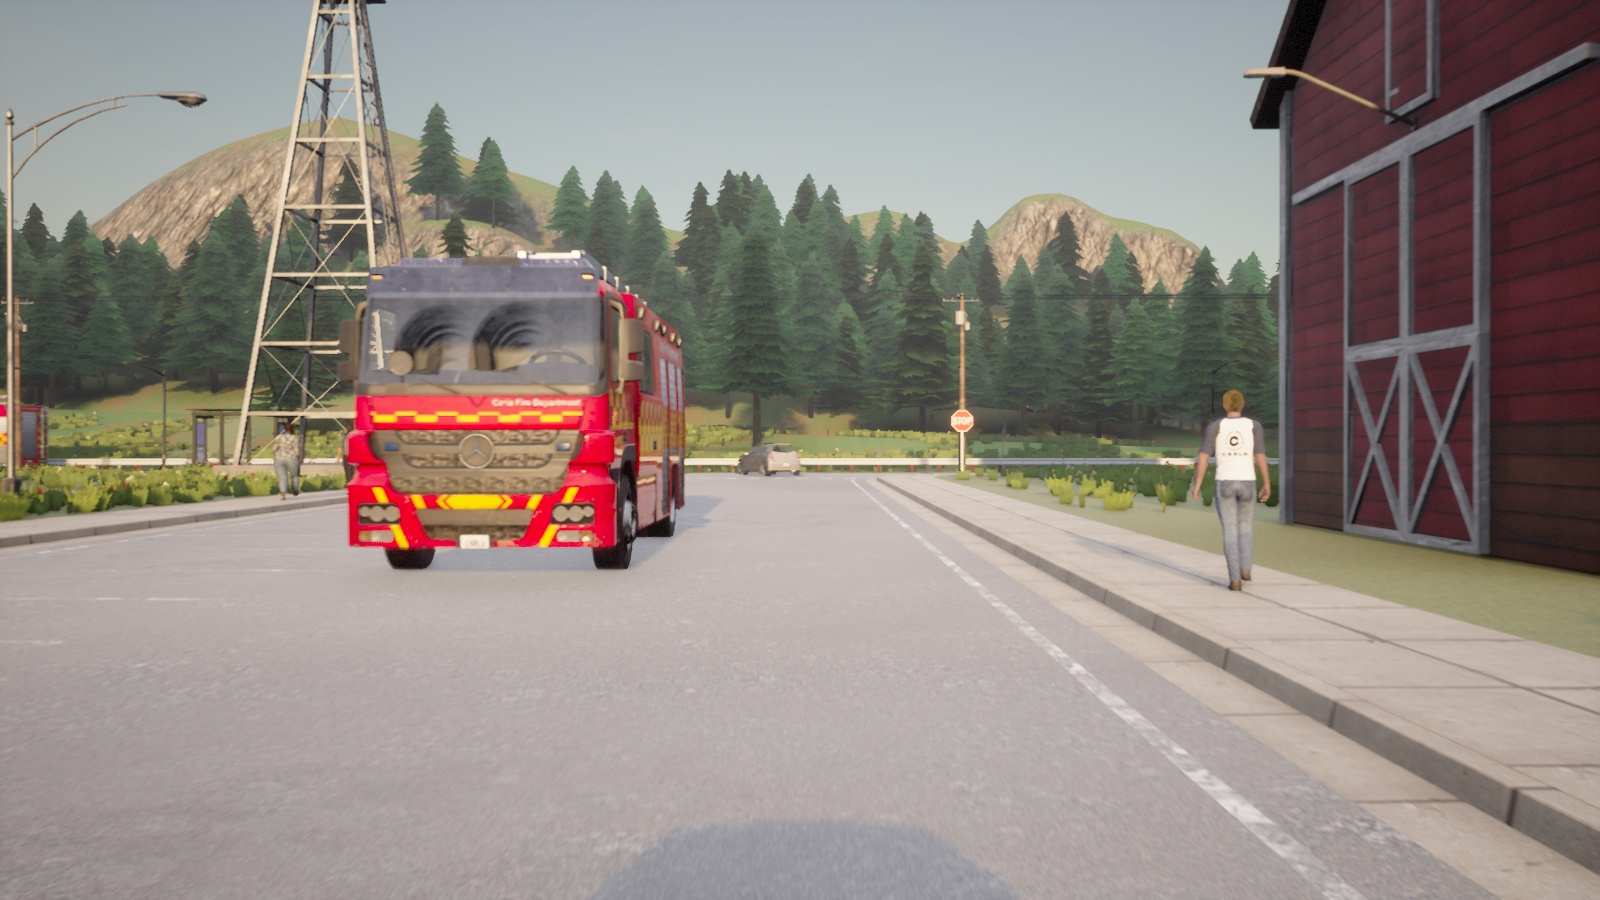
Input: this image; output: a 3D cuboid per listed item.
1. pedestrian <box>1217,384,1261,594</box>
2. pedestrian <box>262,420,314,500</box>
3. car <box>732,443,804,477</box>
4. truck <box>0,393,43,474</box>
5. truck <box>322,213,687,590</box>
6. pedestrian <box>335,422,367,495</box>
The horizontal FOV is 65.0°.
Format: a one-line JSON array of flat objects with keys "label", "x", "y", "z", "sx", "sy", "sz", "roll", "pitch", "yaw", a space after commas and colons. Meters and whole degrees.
[{"label": "pedestrian", "x": 3.977, "y": 0.341, "z": 11.389, "sx": 0.354, "sy": 1.836, "sz": 0.706, "roll": 0, "pitch": 0, "yaw": 18}, {"label": "pedestrian", "x": -12.034, "y": 0.226, "z": 29.521, "sx": 0.874, "sy": 1.855, "sz": 0.900, "roll": 0, "pitch": 0, "yaw": -3}, {"label": "car", "x": -1.492, "y": 0.439, "z": 56.716, "sx": 1.845, "sy": 1.501, "sz": 3.633, "roll": 0, "pitch": 0, "yaw": -27}, {"label": "truck", "x": -41.831, "y": -0.795, "z": 60.994, "sx": 8.468, "sy": 3.827, "sz": 2.891, "roll": 0, "pitch": 0, "yaw": 1}, {"label": "truck", "x": -3.387, "y": -0.517, "z": 16.979, "sx": 2.891, "sy": 3.827, "sz": 8.468, "roll": 0, "pitch": 0, "yaw": 0}, {"label": "pedestrian", "x": -11.386, "y": 0.213, "z": 31.843, "sx": 0.540, "sy": 1.848, "sz": 0.694, "roll": 0, "pitch": 0, "yaw": 2}]
